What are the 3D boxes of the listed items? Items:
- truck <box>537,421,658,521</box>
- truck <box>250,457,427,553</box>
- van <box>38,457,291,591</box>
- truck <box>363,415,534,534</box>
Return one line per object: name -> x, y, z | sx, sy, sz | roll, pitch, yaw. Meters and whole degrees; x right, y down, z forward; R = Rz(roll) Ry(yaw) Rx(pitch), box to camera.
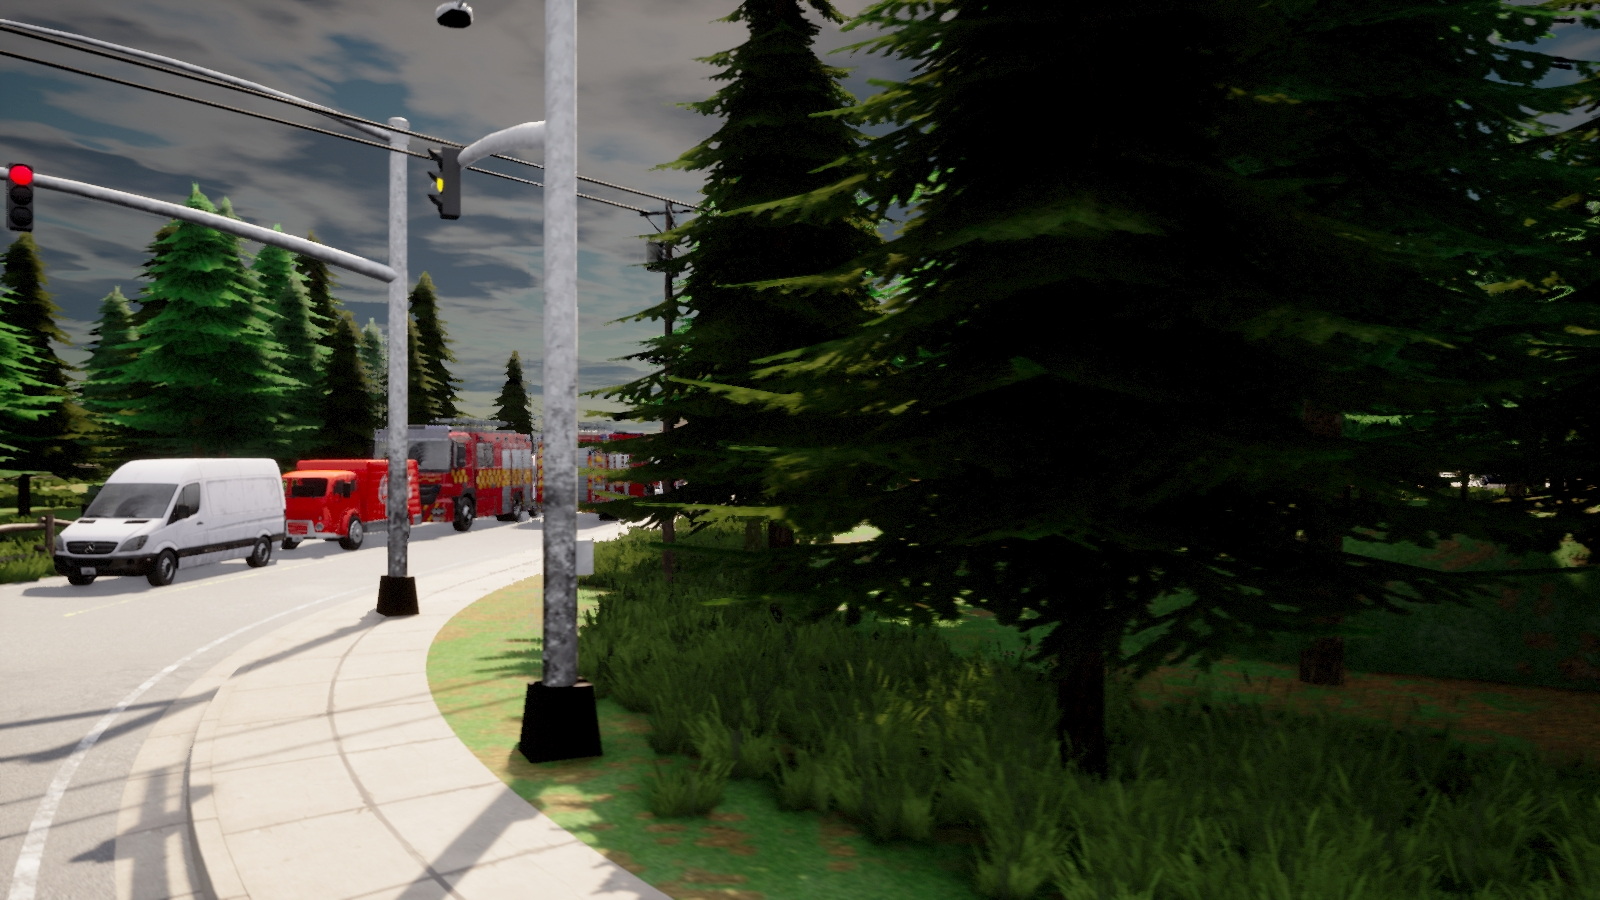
truck -> -8.249, 0.799, 47.836 | 2.891, 3.827, 8.468 | 0, 0, 5
truck -> -13.097, 1.478, 32.909 | 2.627, 2.467, 5.204 | 0, 0, 5
van -> -13.701, 1.454, 25.217 | 1.988, 2.561, 5.915 | 0, 0, 4
truck -> -12.356, 0.798, 41.206 | 2.891, 3.827, 8.468 | 0, 0, 5
